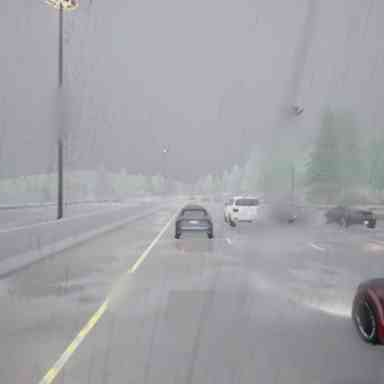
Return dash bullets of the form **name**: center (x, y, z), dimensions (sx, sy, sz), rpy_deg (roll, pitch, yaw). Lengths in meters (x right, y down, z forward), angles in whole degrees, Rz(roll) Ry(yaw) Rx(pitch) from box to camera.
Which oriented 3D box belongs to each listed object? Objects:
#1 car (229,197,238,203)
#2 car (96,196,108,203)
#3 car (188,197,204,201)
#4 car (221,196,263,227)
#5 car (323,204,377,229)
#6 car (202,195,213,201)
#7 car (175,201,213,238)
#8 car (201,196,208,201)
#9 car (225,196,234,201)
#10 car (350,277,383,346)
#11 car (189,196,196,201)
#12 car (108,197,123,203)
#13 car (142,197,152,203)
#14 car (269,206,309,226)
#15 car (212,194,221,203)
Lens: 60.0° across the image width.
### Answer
- **car**: center (10.533, 2.013, 84.752), dimensions (1.895, 1.301, 4.718), rpy_deg (0, 0, 0)
- **car**: center (-20.969, 1.748, 77.910), dimensions (2.097, 1.767, 4.553), rpy_deg (0, 0, 0)
- **car**: center (0.115, 1.673, 38.912), dimensions (1.882, 1.535, 5.008), rpy_deg (0, 0, 0)
- **car**: center (3.610, 1.343, 23.882), dimensions (2.150, 2.045, 5.566), rpy_deg (0, 0, 0)
- **car**: center (10.609, 1.619, 22.690), dimensions (1.837, 1.490, 4.892), rpy_deg (0, 0, 0)
- **car**: center (3.533, 1.918, 84.653), dimensions (1.837, 1.490, 4.892), rpy_deg (0, 0, 0)
- **car**: center (0.107, 1.524, 18.330), dimensions (2.033, 1.649, 4.856), rpy_deg (0, 0, 0)
- **car**: center (3.537, 1.848, 94.729), dimensions (2.033, 1.411, 5.357), rpy_deg (0, 0, 0)
- **car**: center (10.537, 1.848, 94.726), dimensions (2.033, 1.411, 5.357), rpy_deg (0, 0, 0)
- **car**: center (3.602, 1.584, 3.793), dimensions (1.994, 1.385, 4.181), rpy_deg (0, 0, 0)
- **car**: center (0.037, 1.861, 94.730), dimensions (1.994, 1.385, 4.181), rpy_deg (0, 0, 0)
- **car**: center (-17.469, 1.945, 77.878), dimensions (1.994, 1.385, 4.181), rpy_deg (0, 0, 0)
- **car**: center (-10.469, 1.916, 77.875), dimensions (1.812, 1.442, 4.674), rpy_deg (0, 0, 0)
- **car**: center (7.110, 1.689, 24.716), dimensions (1.994, 1.385, 4.181), rpy_deg (0, 0, 0)
- **car**: center (7.033, 1.940, 84.307), dimensions (2.128, 1.511, 4.902), rpy_deg (0, 0, 0)
